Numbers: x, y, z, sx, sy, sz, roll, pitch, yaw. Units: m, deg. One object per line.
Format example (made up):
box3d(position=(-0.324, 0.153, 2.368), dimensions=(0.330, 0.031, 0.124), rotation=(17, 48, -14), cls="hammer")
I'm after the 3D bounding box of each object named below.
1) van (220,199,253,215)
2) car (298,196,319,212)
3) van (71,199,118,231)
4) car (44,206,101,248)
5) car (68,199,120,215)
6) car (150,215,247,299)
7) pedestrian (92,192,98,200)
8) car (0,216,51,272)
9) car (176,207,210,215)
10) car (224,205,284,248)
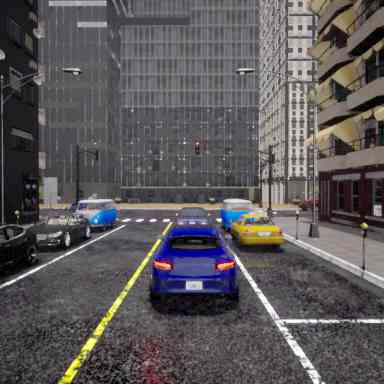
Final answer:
box3d(position=(2.662, 1.337, 20.008), dimensions=(1.690, 1.788, 3.998), rotation=(-1, 0, 0), cls="van")
box3d(position=(15.208, 1.337, 39.348), dimensions=(5.009, 1.841, 2.192), rotation=(0, 1, 0), cls="car")
box3d(position=(-5.718, 1.337, 20.030), dimensions=(1.690, 1.788, 3.998), rotation=(-1, 0, 0), cls="van")
box3d(position=(-5.711, 1.547, 14.429), dimensions=(2.008, 1.369, 4.403), rotation=(-1, 0, 0), cls="car")
box3d(position=(-9.847, 1.499, 33.685), dimensions=(4.674, 1.442, 1.812), rotation=(0, 1, 0), cls="car")
box3d(position=(0.060, 1.524, 8.308), dimensions=(1.812, 1.442, 4.674), rotation=(0, 0, 1), cls="car")
box3d(position=(-12.425, 0.885, 42.427), dimensions=(0.375, 1.860, 0.375), rotation=(0, 1, 0), cls="pedestrian")
box3d(position=(-5.707, 1.564, 8.826), dimensions=(1.947, 1.339, 4.313), rotation=(-1, 0, 0), cls="car")
box3d(position=(0.046, 1.543, 18.551), dimensions=(2.033, 1.411, 5.357), rotation=(0, 0, 1), cls="car")
box3d(position=(2.669, 1.522, 14.576), dimensions=(1.752, 1.417, 4.829), rotation=(-1, 0, 0), cls="car")
